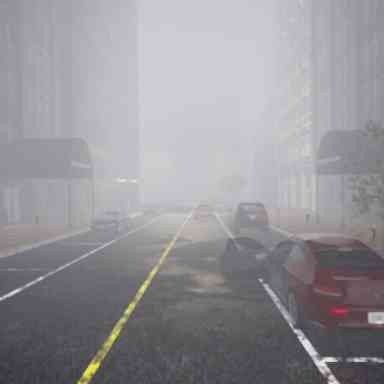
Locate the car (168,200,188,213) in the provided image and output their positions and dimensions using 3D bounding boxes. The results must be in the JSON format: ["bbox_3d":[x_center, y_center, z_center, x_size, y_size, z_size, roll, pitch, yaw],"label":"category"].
[{"bbox_3d":[-1.591,2.040,43.189,1.895,1.301,4.718,-1,-1,2],"label":"car"}]

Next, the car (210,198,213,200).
[{"bbox_3d":[1.609,1.936,45.571,1.837,1.490,4.892,-1,-1,2],"label":"car"}]

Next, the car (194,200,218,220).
[{"bbox_3d":[1.177,1.789,32.033,1.882,1.535,5.008,-1,-1,2],"label":"car"}]

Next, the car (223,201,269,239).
[{"bbox_3d":[3.380,1.495,20.396,2.192,1.841,5.009,-2,-1,2],"label":"car"}]

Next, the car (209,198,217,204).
[{"bbox_3d":[5.562,2.339,88.455,1.802,1.307,4.206,-1,0,2],"label":"car"}]

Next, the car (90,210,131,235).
[{"bbox_3d":[-4.988,1.808,20.718,2.008,1.369,4.403,-2,-1,2],"label":"car"}]

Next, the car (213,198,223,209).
[{"bbox_3d":[4.297,1.963,48.923,1.752,1.417,4.829,-2,-1,2],"label":"car"}]

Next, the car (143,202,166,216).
[{"bbox_3d":[-4.444,1.981,37.731,1.947,1.339,4.313,-1,-1,2],"label":"car"}]

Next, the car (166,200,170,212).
[{"bbox_3d":[-4.262,2.031,43.402,1.947,1.339,4.313,-1,-1,2],"label":"car"}]

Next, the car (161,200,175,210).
[{"bbox_3d":[-3.906,2.086,54.575,1.752,1.417,4.829,-1,-1,2],"label":"car"}]

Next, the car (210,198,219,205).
[{"bbox_3d":[5.199,2.216,77.113,1.887,1.381,4.507,-1,0,2],"label":"car"}]

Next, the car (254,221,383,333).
[{"bbox_3d":[2.627,1.574,6.846,1.812,1.442,4.674,-1,-1,2],"label":"car"}]

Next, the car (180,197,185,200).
[{"bbox_3d":[-2.819,2.150,88.776,2.192,1.841,5.009,-1,0,2],"label":"car"}]

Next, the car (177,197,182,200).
[{"bbox_3d":[-3.537,2.240,66.087,1.802,1.307,4.206,-1,-1,2],"label":"car"}]

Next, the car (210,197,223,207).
[{"bbox_3d":[4.830,1.896,65.770,2.192,1.841,5.009,-2,-1,2],"label":"car"}]
